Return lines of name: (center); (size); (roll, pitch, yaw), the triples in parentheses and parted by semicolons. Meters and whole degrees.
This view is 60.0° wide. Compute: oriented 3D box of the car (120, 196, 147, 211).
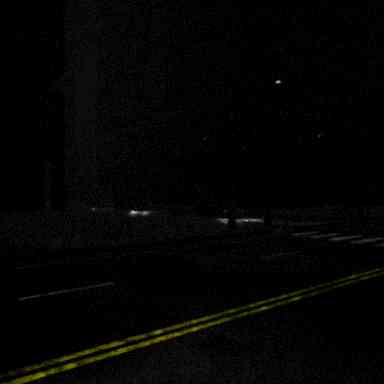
car: (-8.256, 1.509, 45.933); (2.150, 2.045, 5.566); (0, 0, -35)

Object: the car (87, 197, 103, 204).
car: (-17.308, 1.600, 58.934); (1.837, 1.490, 4.892); (0, 0, -35)

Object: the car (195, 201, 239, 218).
car: (2.244, 1.602, 31.055); (1.882, 1.535, 5.008); (0, 0, -35)
